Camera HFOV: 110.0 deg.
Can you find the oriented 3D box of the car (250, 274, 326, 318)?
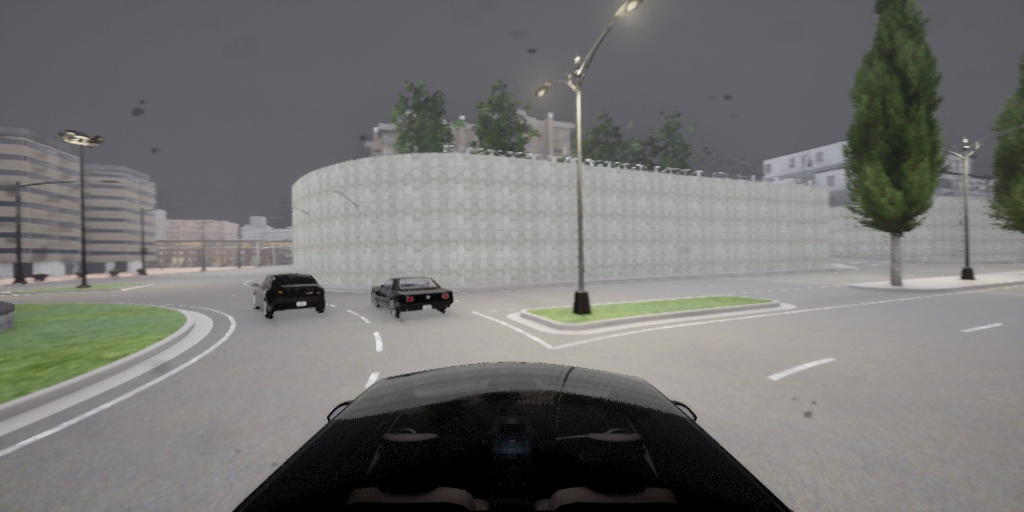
[{"bbox_3d":[-8.795,1.419,14.039,1.837,1.490,4.892,1,-1,-42],"label":"car"}]

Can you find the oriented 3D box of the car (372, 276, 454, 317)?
[{"bbox_3d":[-3.974,1.425,13.651,1.895,1.301,4.718,-1,0,-33],"label":"car"}]
